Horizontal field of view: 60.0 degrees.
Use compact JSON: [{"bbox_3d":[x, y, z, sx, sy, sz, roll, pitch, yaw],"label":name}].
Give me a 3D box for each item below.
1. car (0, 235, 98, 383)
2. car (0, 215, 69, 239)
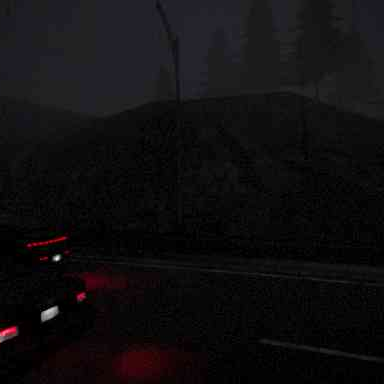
[{"bbox_3d":[-4.034,1.496,4.763,5.357,1.411,2.033,0,1,20],"label":"car"},{"bbox_3d":[-5.616,1.389,8.942,4.892,1.490,1.837,0,1,18],"label":"car"}]
